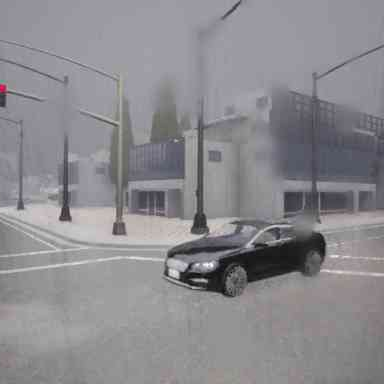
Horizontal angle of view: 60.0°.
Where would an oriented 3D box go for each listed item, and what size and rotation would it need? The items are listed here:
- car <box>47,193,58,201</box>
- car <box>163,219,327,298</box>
[{"bbox_3d":[-33.207,1.161,83.196,5.566,2.045,2.150,0,0,-7],"label":"car"},{"bbox_3d":[1.565,1.504,8.646,4.902,1.511,2.128,0,0,-37],"label":"car"}]
